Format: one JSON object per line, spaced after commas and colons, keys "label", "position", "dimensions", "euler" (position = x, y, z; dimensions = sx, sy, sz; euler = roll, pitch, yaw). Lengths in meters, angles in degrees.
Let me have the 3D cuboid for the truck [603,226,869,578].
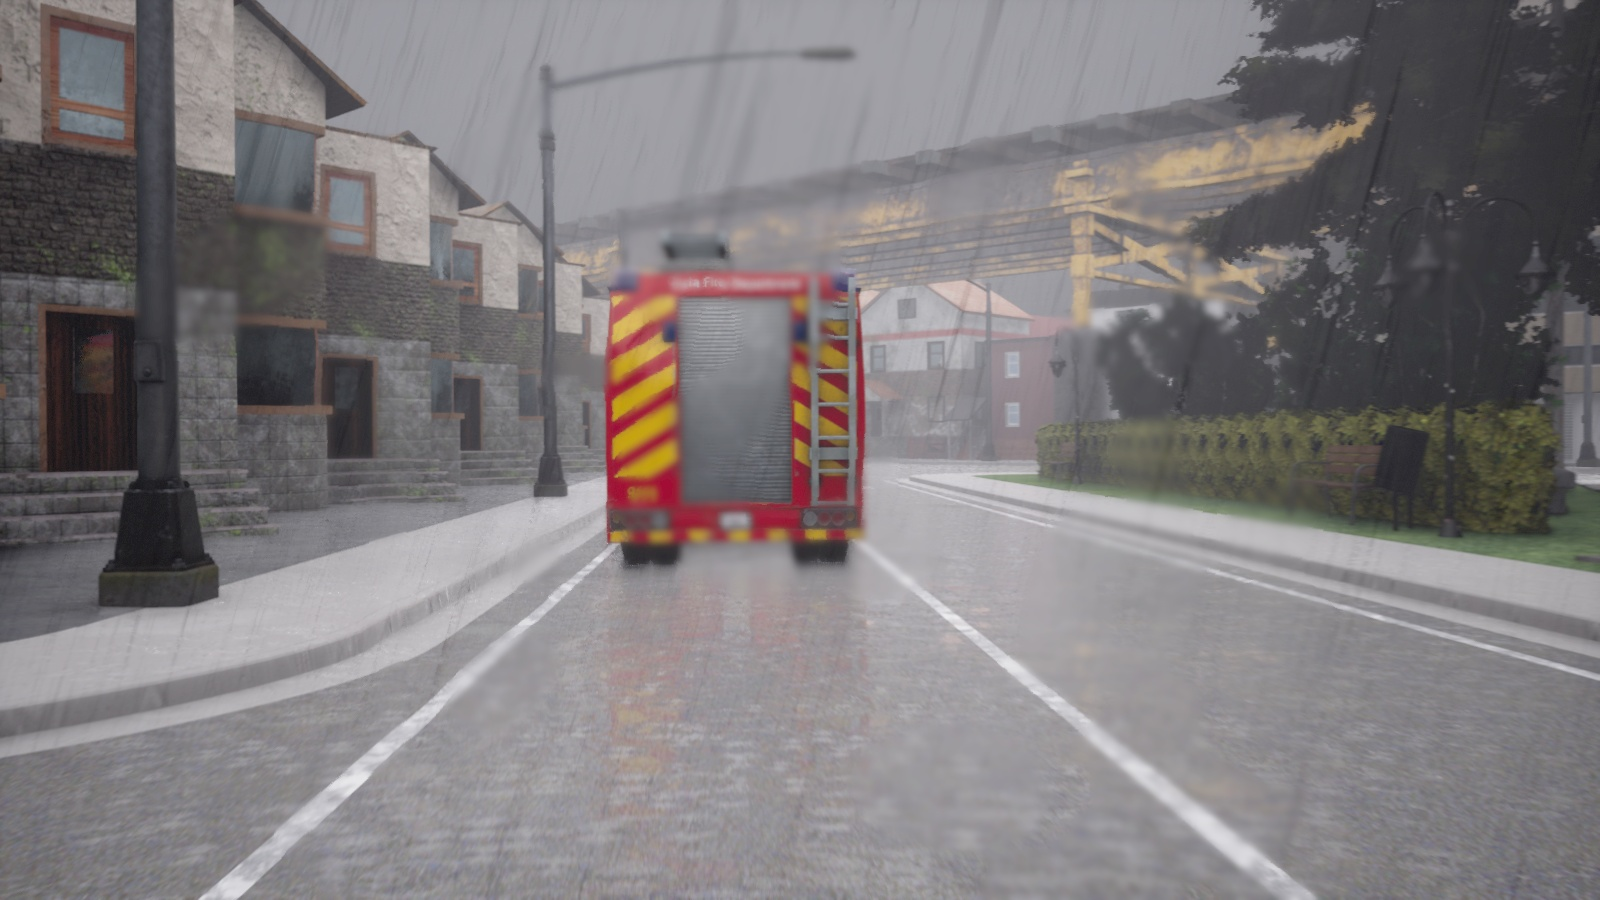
{"label": "truck", "position": [-0.872, -0.560, 17.961], "dimensions": [2.891, 3.827, 8.468], "euler": [0, 0, -3]}
